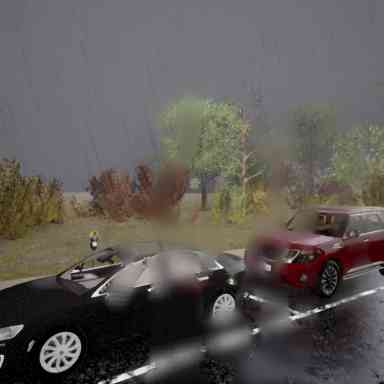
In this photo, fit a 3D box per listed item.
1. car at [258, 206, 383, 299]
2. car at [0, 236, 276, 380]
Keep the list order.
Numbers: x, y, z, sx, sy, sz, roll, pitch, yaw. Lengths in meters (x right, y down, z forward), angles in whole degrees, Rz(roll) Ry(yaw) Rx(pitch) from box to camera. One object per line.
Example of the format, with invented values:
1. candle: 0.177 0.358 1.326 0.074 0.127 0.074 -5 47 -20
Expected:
1. car: 3.657 1.317 8.679 5.009 1.841 2.192 0 1 -35
2. car: -0.952 1.551 5.406 4.403 1.369 2.008 0 1 -35
